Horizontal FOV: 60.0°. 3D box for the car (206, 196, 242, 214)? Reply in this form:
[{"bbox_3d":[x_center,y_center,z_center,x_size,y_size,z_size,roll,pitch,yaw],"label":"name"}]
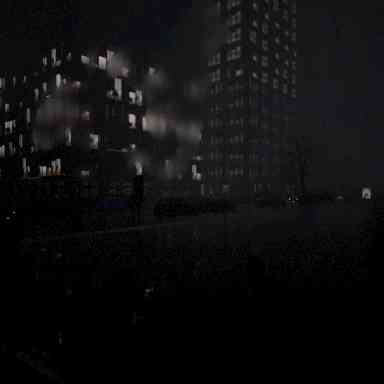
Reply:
[{"bbox_3d":[2.504,1.320,31.469,1.947,1.339,4.313,1,1,40],"label":"car"}]

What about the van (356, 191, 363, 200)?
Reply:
[{"bbox_3d":[35.694,0.683,70.449,1.690,1.788,3.998,1,1,40],"label":"van"}]

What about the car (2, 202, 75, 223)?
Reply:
[{"bbox_3d":[-11.202,1.446,24.444,1.895,1.301,4.718,0,1,38],"label":"car"}]

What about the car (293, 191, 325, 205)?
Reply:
[{"bbox_3d":[17.228,0.885,48.815,2.192,1.841,5.009,1,1,40],"label":"car"}]

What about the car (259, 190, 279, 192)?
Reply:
[{"bbox_3d":[11.476,0.508,50.852,2.150,2.045,5.566,0,1,40],"label":"car"}]

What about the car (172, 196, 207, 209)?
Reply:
[{"bbox_3d":[-0.221,1.219,41.300,1.887,1.381,4.507,1,1,40],"label":"car"}]

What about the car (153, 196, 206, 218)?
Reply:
[{"bbox_3d":[-1.146,1.241,27.104,1.967,1.590,4.097,1,1,40],"label":"car"}]

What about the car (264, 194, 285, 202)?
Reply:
[{"bbox_3d":[14.558,1.057,58.601,1.947,1.339,4.313,1,1,40],"label":"car"}]

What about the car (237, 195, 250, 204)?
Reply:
[{"bbox_3d":[7.171,1.148,49.947,1.947,1.339,4.313,1,1,40],"label":"car"}]

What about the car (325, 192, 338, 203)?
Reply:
[{"bbox_3d":[20.921,0.840,53.141,2.192,1.841,5.009,1,1,40],"label":"car"}]

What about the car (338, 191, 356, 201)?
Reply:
[{"bbox_3d":[28.417,0.957,61.927,1.752,1.417,4.829,1,1,40],"label":"car"}]

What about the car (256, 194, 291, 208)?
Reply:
[{"bbox_3d":[9.840,1.244,40.165,1.802,1.307,4.206,1,1,40],"label":"car"}]

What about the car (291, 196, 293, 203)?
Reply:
[{"bbox_3d":[17.043,1.137,52.757,1.895,1.301,4.718,0,1,40],"label":"car"}]

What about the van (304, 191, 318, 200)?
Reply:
[{"bbox_3d":[25.639,0.695,71.578,1.690,1.788,3.998,1,1,40],"label":"van"}]

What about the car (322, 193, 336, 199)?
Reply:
[{"bbox_3d":[33.025,0.829,80.236,1.947,1.339,4.313,1,1,40],"label":"car"}]

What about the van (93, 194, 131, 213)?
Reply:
[{"bbox_3d":[-7.692,1.107,32.716,1.690,1.788,3.998,1,1,40],"label":"van"}]

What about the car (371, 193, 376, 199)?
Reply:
[{"bbox_3d":[39.386,0.848,74.779,2.008,1.369,4.403,1,1,40],"label":"car"}]

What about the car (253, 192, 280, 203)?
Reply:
[{"bbox_3d":[10.360,1.111,44.853,2.128,1.511,4.902,0,1,41],"label":"car"}]

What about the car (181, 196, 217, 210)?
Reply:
[{"bbox_3d":[0.824,1.260,38.520,1.994,1.385,4.181,0,1,41],"label":"car"}]

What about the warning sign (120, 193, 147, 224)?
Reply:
[{"bbox_3d":[-3.643,0.977,20.726,1.300,1.860,1.060,0,0,40],"label":"warning sign"}]
